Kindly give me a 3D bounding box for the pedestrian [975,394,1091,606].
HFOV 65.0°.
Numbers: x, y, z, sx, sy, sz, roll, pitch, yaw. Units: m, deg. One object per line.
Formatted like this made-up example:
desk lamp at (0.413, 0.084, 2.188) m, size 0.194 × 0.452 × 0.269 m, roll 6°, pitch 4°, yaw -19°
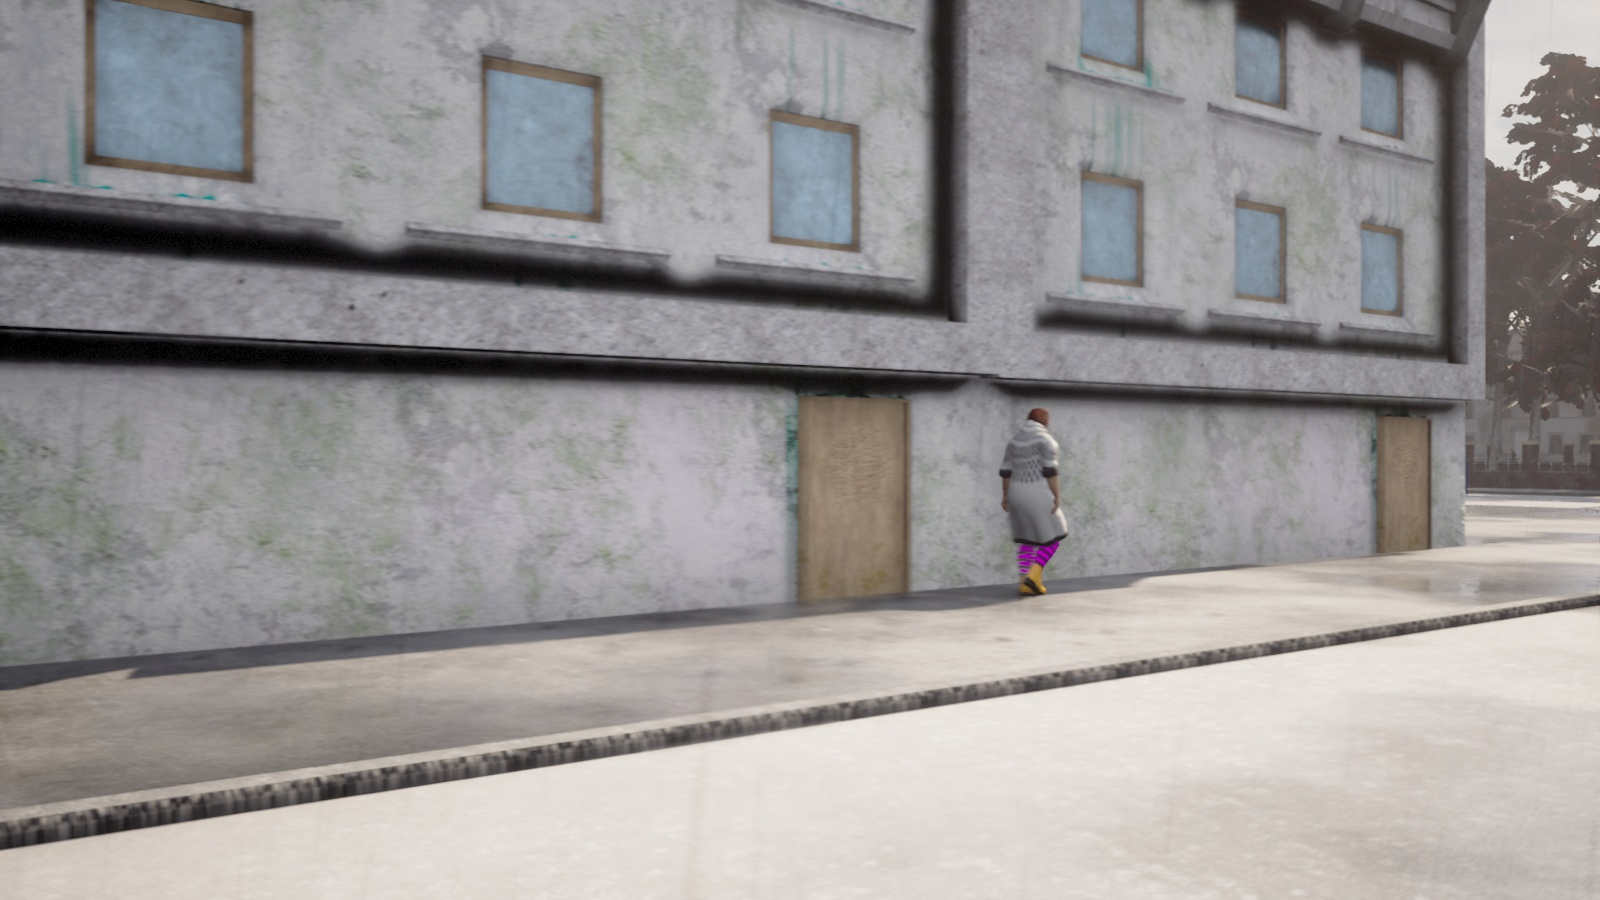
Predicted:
pedestrian at (2.241, 0.462, 12.093) m, size 0.873 × 1.952 × 0.659 m, roll 0°, pitch 0°, yaw -34°
